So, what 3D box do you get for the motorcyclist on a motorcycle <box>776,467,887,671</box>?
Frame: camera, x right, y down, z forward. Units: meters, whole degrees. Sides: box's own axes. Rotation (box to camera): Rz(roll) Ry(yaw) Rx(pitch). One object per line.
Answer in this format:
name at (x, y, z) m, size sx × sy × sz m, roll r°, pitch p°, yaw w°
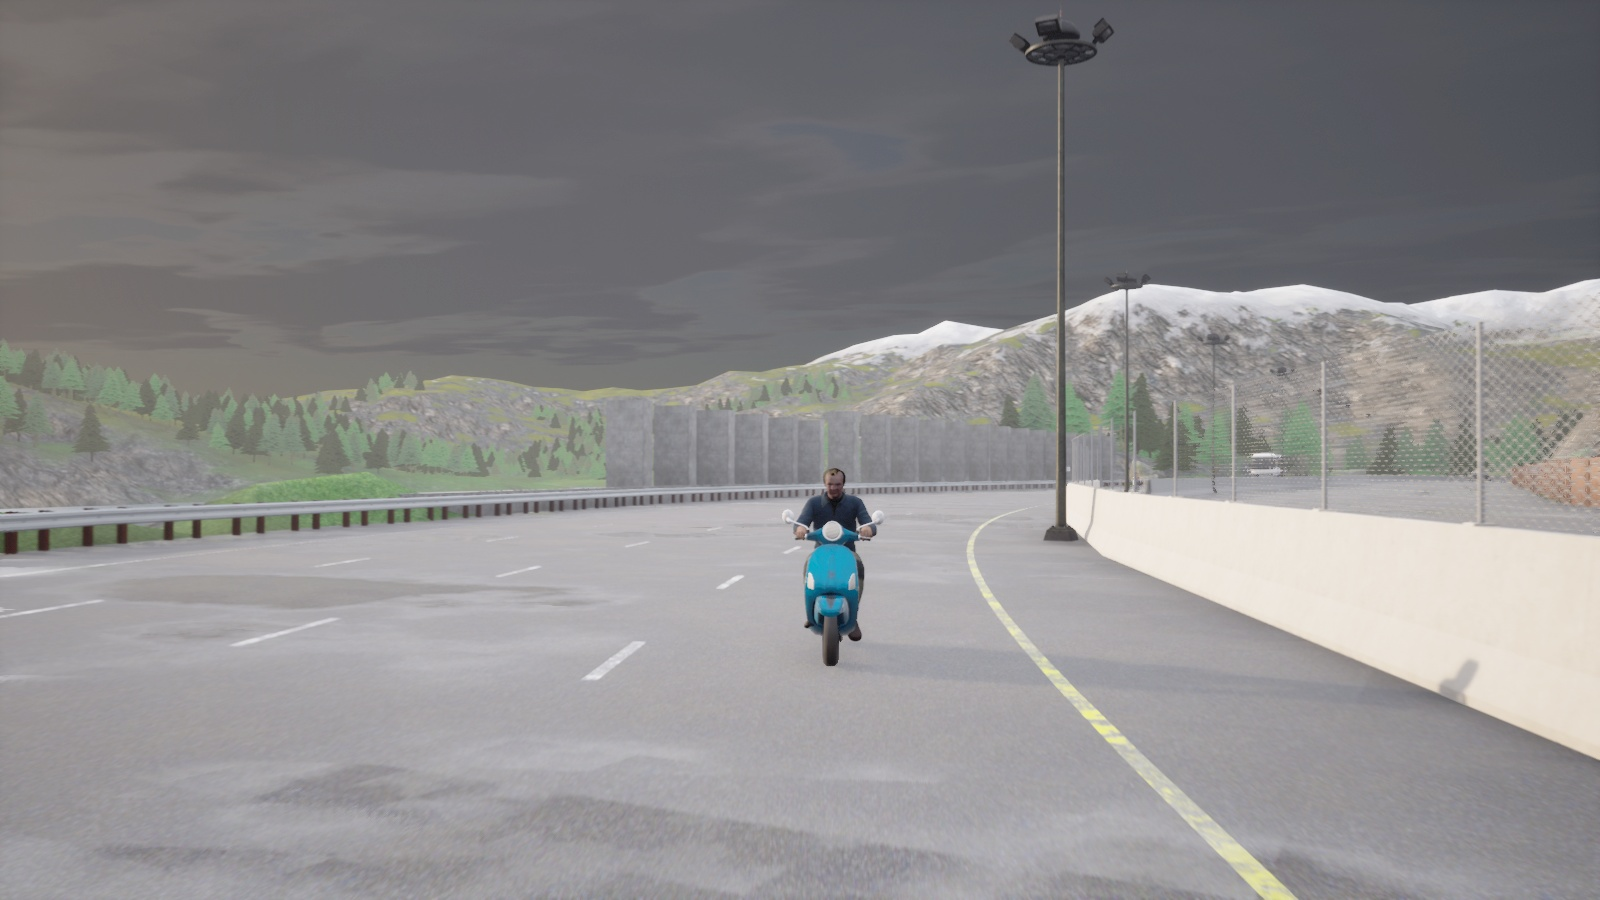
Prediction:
motorcyclist on a motorcycle at (0.300, 0.947, 10.750) m, size 0.866 × 1.590 × 1.817 m, roll 0°, pitch -1°, yaw 4°
